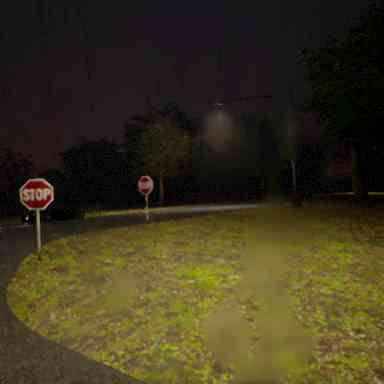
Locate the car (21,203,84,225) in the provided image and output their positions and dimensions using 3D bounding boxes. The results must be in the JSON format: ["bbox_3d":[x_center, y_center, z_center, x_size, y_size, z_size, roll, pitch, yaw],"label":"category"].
[{"bbox_3d":[-9.888,1.524,23.852,1.994,1.385,4.181,-4,-1,34],"label":"car"}]

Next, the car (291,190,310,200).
[{"bbox_3d":[16.017,0.375,49.297,1.812,1.442,4.674,-4,-1,34],"label":"car"}]

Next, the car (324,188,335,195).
[{"bbox_3d":[32.759,-0.137,79.428,1.812,1.442,4.674,-4,-1,32],"label":"car"}]

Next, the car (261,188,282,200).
[{"bbox_3d":[14.044,0.387,58.760,2.150,2.045,5.566,-4,-1,34],"label":"car"}]
